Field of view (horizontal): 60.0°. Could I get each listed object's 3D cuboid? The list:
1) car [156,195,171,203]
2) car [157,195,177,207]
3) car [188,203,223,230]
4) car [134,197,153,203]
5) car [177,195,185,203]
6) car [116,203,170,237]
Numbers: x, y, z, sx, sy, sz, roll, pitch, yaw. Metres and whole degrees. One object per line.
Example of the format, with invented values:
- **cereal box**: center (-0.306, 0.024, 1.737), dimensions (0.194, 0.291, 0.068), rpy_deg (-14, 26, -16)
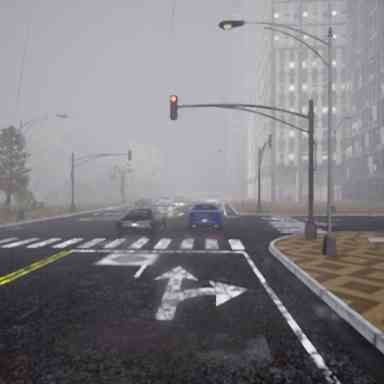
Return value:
- **car**: center (-5.515, 1.332, 64.387), dimensions (2.033, 1.411, 5.357), rpy_deg (0, 0, 5)
- **car**: center (-3.693, 1.360, 47.797), dimensions (1.812, 1.442, 4.674), rpy_deg (0, 0, 5)
- **car**: center (0.853, 1.379, 20.445), dimensions (1.882, 1.535, 5.008), rpy_deg (0, 1, 4)
- **car**: center (-6.928, 1.433, 48.119), dimensions (1.895, 1.301, 4.718), rpy_deg (0, 0, 5)
- **car**: center (-2.384, 1.280, 63.119), dimensions (2.128, 1.511, 4.902), rpy_deg (0, 0, 5)
- **car**: center (-2.581, 1.497, 17.613), dimensions (1.994, 1.385, 4.181), rpy_deg (0, 1, 3)
